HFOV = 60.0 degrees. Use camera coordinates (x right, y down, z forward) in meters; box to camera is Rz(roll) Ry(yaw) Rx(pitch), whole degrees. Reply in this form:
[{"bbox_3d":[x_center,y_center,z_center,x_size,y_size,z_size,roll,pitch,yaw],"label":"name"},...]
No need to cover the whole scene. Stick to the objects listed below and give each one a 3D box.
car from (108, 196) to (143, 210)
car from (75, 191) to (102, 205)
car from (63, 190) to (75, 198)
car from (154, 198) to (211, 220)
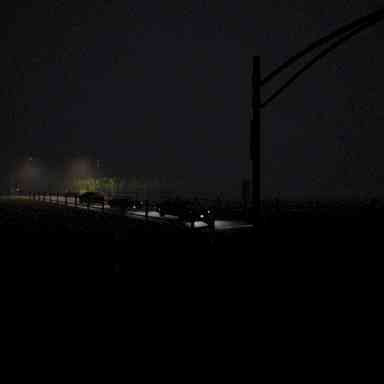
[{"bbox_3d":[-6.583,1.051,32.620,1.895,1.301,4.718,0,1,-35],"label":"car"},{"bbox_3d":[-12.445,0.744,41.074,1.882,1.535,5.008,0,1,-35],"label":"car"},{"bbox_3d":[-22.517,0.355,62.022,1.882,1.535,5.008,0,1,-35],"label":"car"},{"bbox_3d":[-0.847,1.180,24.367,2.033,1.411,5.357,0,1,-35],"label":"car"}]
